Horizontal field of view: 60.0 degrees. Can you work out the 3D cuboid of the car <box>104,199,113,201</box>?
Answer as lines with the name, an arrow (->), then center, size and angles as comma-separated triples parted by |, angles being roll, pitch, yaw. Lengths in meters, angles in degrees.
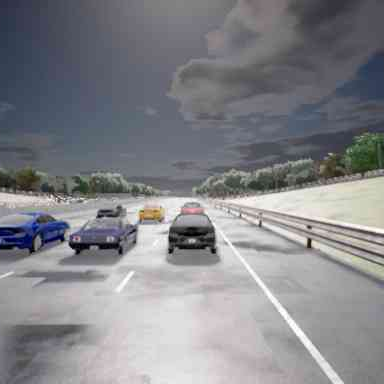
car -> -18.145, 2.278, 71.977 | 1.882, 1.535, 5.008 | 0, -1, -1

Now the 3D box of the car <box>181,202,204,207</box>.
car -> 0.013, 1.659, 29.084 | 2.097, 1.767, 4.553 | 0, -1, 0

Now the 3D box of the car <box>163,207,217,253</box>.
car -> 0.012, 1.624, 14.478 | 1.882, 1.535, 5.008 | 0, 0, 0

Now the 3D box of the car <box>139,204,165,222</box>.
car -> -3.483, 1.792, 29.486 | 1.882, 1.535, 5.008 | 0, 0, 0

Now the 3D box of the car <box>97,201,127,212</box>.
car -> -6.984, 1.819, 29.312 | 1.837, 1.490, 4.892 | 0, 0, 0

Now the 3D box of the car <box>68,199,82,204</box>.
car -> -25.143, 2.319, 71.809 | 1.812, 1.442, 4.674 | 0, -1, -1

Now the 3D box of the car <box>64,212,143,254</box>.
car -> -3.493, 1.743, 14.120 | 1.895, 1.301, 4.718 | 0, -1, 0

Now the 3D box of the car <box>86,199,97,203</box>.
car -> -21.644, 2.321, 71.893 | 1.812, 1.442, 4.674 | 0, -1, -1

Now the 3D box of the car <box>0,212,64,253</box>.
car -> -6.988, 1.623, 14.483 | 1.882, 1.535, 5.008 | 0, 0, 0
